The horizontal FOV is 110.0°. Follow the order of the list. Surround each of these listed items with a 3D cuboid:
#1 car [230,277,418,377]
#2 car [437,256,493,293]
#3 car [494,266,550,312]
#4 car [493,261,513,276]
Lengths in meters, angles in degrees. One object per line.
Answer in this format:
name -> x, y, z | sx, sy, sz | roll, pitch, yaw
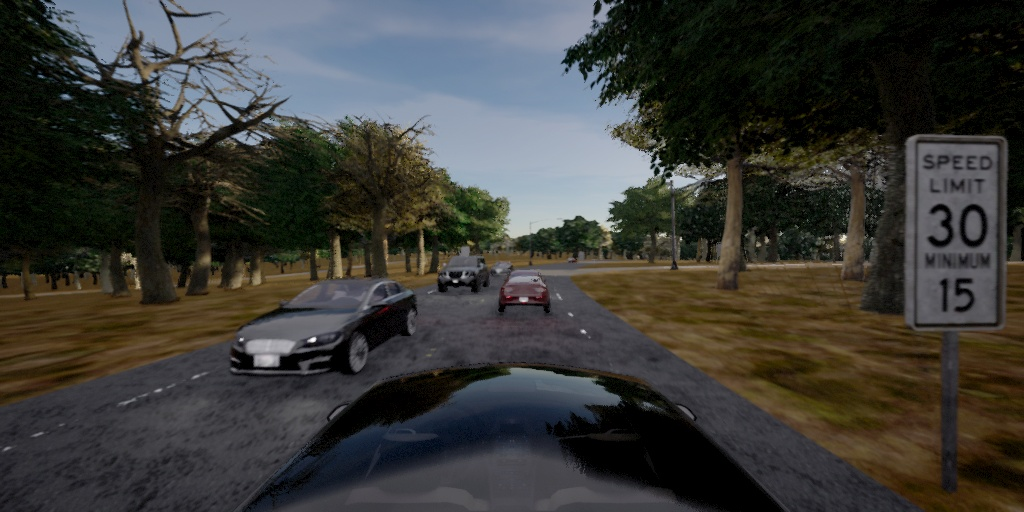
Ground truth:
car -> -3.439, 1.237, 7.604 | 2.128, 1.511, 4.902 | 0, 0, 2
car -> -2.709, 0.983, 21.229 | 2.150, 2.045, 5.566 | 0, -1, 5
car -> 0.517, 1.283, 14.302 | 1.812, 1.442, 4.674 | 0, 0, 3
car -> -0.931, 1.293, 36.841 | 2.128, 1.511, 4.902 | 0, 0, 8
